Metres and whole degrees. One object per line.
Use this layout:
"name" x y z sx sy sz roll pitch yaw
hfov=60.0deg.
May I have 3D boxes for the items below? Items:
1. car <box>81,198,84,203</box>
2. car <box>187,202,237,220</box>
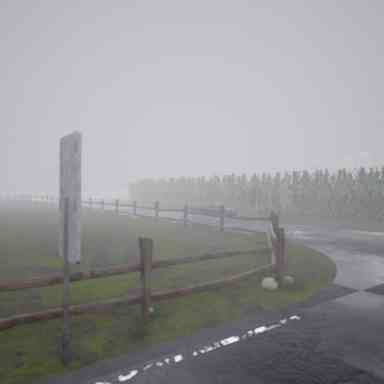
"car" -20.941 1.318 59.633 1.895 1.301 4.718 1 0 -34
"car" 1.478 1.499 27.331 1.895 1.301 4.718 1 0 -35
